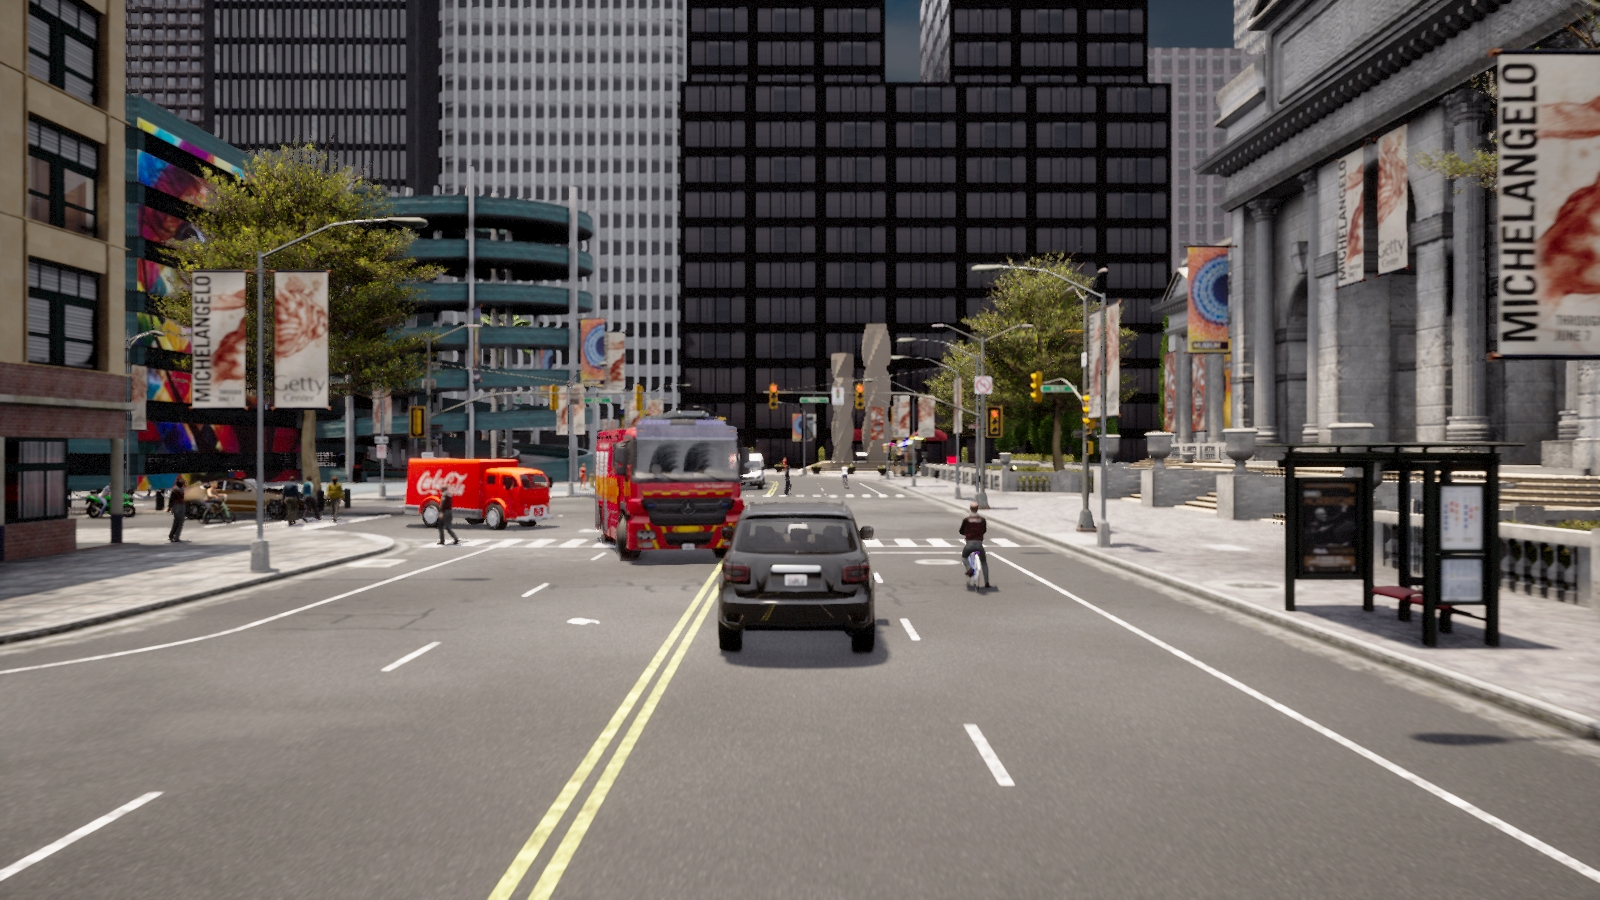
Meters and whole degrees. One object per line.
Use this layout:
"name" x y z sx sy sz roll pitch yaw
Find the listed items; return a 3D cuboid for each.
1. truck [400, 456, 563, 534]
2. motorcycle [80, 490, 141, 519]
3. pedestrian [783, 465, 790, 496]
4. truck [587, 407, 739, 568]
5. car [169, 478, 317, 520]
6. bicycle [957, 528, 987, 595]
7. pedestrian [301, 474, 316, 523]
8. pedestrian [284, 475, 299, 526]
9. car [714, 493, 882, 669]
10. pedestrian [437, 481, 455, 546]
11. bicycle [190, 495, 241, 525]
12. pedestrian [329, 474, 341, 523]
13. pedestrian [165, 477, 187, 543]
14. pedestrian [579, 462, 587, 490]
"truck" -11.509 1.548 41.259 5.204 2.467 2.627 2 1 26
"motorcycle" -28.208 2.213 46.769 2.033 1.145 0.803 0 0 0
"pedestrian" -0.837 1.849 69.482 0.375 1.860 0.375 0 0 7
"truck" -4.035 0.890 31.543 2.891 3.827 8.468 0 0 -16
"car" -22.749 1.992 46.803 5.027 1.651 2.152 0 0 -1
"bicycle" 3.442 2.210 22.961 0.329 1.171 1.835 0 0 0
"pedestrian" -18.894 1.848 43.884 0.375 1.860 0.375 0 0 14
"pedestrian" -18.639 1.848 41.909 0.375 1.860 0.375 0 0 3
"car" -0.009 1.780 17.427 2.150 2.045 5.566 0 0 0
"pedestrian" -10.257 1.846 33.103 0.375 1.860 0.375 0 0 14
"bicycle" -22.098 2.256 43.247 1.487 1.080 0.859 0 0 2
"pedestrian" -17.737 1.848 43.605 0.375 1.860 0.375 0 0 -14
"pedestrian" -17.704 1.696 32.424 0.375 1.860 0.375 0 0 13
"pedestrian" -14.262 1.696 75.137 0.375 1.860 0.375 0 0 -34
